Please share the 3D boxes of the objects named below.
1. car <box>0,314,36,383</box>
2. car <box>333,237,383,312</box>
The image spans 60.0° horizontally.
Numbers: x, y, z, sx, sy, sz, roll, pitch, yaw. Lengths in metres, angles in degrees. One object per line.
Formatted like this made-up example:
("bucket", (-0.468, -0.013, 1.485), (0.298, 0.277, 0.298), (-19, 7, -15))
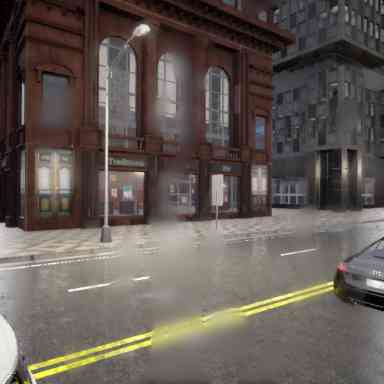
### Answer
("car", (-3.461, 1.223, 0.966), (5.566, 2.045, 2.150), (0, 0, -36))
("car", (4.825, 1.561, 6.899), (4.181, 1.385, 1.994), (0, 0, -35))
